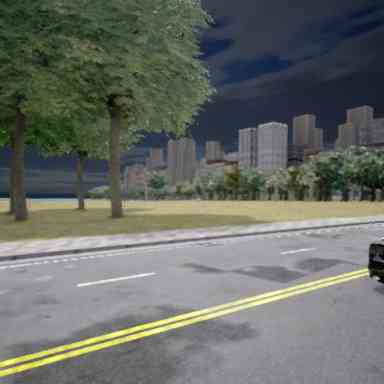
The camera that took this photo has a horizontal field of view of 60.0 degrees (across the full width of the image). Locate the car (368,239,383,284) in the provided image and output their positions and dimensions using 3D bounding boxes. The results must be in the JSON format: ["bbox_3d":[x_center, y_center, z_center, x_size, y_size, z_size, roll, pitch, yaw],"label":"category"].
[{"bbox_3d":[6.403,1.480,8.291,5.008,1.535,1.882,0,0,-34],"label":"car"}]
